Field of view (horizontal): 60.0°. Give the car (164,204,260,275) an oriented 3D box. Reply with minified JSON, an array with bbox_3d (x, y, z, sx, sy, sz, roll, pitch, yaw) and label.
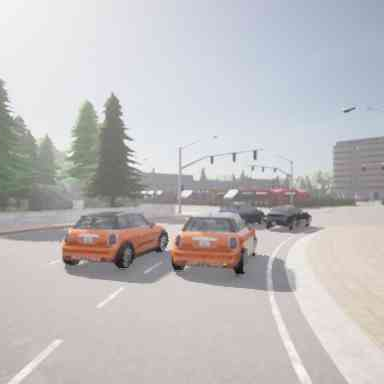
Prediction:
[{"bbox_3d":[0.932,1.454,11.135,2.097,1.767,4.553,0,-1,16],"label":"car"}]

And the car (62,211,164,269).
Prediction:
[{"bbox_3d":[-2.490,1.461,11.883,2.097,1.767,4.553,0,-1,16],"label":"car"}]

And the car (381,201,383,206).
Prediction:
[{"bbox_3d":[42.480,2.261,71.902,4.718,1.301,1.895,1,-1,-43],"label":"car"}]

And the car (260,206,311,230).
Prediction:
[{"bbox_3d":[6.649,1.718,22.831,1.837,1.490,4.892,-1,0,38],"label":"car"}]
